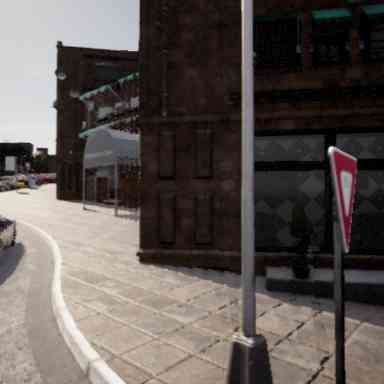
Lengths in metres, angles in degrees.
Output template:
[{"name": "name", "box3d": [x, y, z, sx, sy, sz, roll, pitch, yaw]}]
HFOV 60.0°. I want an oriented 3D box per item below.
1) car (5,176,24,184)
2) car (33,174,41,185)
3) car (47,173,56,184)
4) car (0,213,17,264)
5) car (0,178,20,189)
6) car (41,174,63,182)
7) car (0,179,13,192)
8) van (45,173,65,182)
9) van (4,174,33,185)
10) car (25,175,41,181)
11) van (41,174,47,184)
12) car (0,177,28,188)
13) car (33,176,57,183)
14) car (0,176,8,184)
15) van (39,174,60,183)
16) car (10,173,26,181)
[{"name": "car", "box3d": [-37.346, -2.526, 70.177, 1.882, 1.535, 5.008, 0, 4, -9]}, {"name": "car", "box3d": [-30.662, -1.897, 59.658, 5.566, 2.045, 2.435, -1, 5, -29]}, {"name": "car", "box3d": [-32.487, -2.785, 71.700, 5.566, 2.045, 2.435, -1, 4, -29]}, {"name": "car", "box3d": [-6.620, 1.261, 10.140, 2.033, 1.411, 5.357, 1, 1, -22]}, {"name": "car", "box3d": [-29.244, -0.943, 50.693, 4.674, 1.452, 2.002, -1, 5, -29]}, {"name": "car", "box3d": [-33.945, -3.324, 80.685, 4.553, 1.767, 2.185, -1, 4, -29]}, {"name": "car", "box3d": [-28.787, -0.761, 47.690, 4.892, 1.521, 2.231, -1, 4, -29]}, {"name": "van", "box3d": [-34.481, -3.644, 83.630, 4.442, 1.987, 1.878, -1, 5, -29]}, {"name": "van", "box3d": [-30.073, -1.653, 56.736, 4.442, 1.987, 1.878, -1, 4, -29]}, {"name": "car", "box3d": [-39.209, -3.486, 82.150, 2.128, 1.511, 4.902, 0, 4, -9]}, {"name": "van", "box3d": [-31.676, -2.314, 65.621, 4.442, 1.987, 1.878, -1, 5, -29]}, {"name": "car", "box3d": [-29.874, -1.206, 53.600, 5.366, 1.575, 1.946, -1, 5, -29]}, {"name": "car", "box3d": [-32.989, -2.754, 74.700, 4.892, 1.521, 2.231, -1, 4, -29]}, {"name": "car", "box3d": [-40.622, -2.502, 70.092, 1.812, 1.442, 4.674, 0, 4, -9]}, {"name": "van", "box3d": [-33.346, -3.204, 77.748, 4.442, 1.987, 1.878, -1, 4, -29]}, {"name": "car", "box3d": [-42.350, -3.649, 81.196, 2.097, 1.767, 4.553, 0, 4, -9]}]
